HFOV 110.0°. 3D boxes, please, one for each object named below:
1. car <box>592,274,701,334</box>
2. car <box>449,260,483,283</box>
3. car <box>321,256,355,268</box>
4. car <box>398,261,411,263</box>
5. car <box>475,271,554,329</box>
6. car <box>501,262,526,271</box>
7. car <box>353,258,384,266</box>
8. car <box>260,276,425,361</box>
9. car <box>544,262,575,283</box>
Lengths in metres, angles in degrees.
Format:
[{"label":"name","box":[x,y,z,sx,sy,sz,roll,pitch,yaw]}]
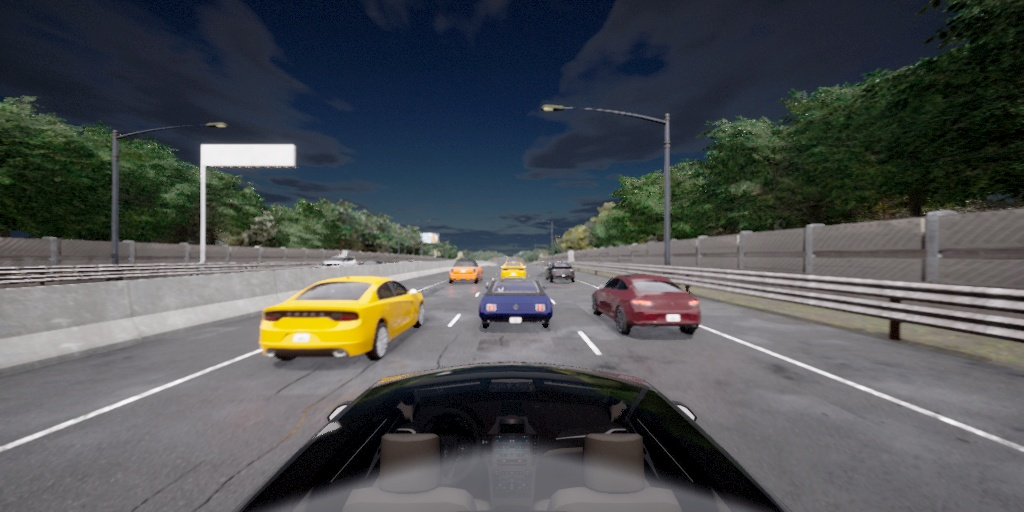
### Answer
[{"label":"car","box":[3.603,1.238,10.310,1.812,1.442,4.674,0,-1,0]},{"label":"car","box":[-3.395,1.073,27.306,2.097,1.767,4.553,0,0,1]},{"label":"car","box":[-21.073,1.001,44.053,2.150,2.045,5.566,0,0,0]},{"label":"car","box":[-14.068,1.314,46.347,1.812,1.442,4.674,0,0,0]},{"label":"car","box":[0.105,1.309,11.104,1.895,1.301,4.718,0,0,0]},{"label":"car","box":[0.110,1.200,28.843,1.882,1.535,5.008,0,-1,0]},{"label":"car","box":[-17.571,1.261,44.891,1.882,1.535,5.008,0,-1,0]},{"label":"car","box":[-3.398,1.196,8.267,1.882,1.535,5.008,0,-1,0]},{"label":"car","box":[3.614,1.205,27.619,2.128,1.511,4.902,0,-1,0]}]
